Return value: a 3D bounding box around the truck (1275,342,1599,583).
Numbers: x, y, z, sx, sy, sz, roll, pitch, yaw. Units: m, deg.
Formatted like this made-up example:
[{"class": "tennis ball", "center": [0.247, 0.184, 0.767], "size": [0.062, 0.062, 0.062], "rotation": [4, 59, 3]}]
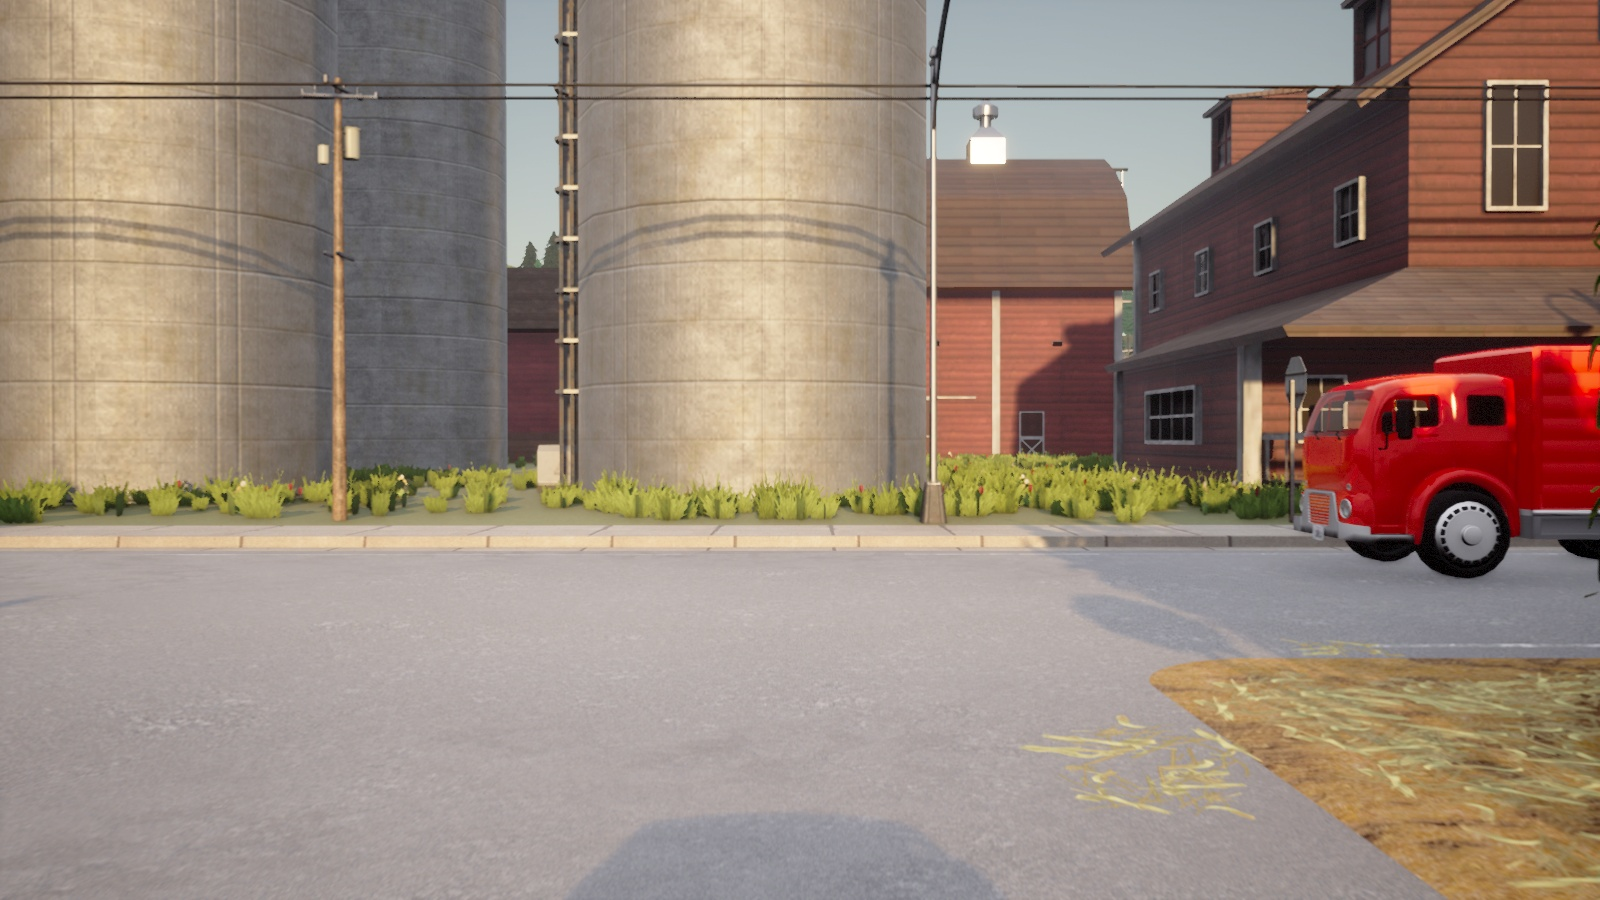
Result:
[{"class": "truck", "center": [8.455, 0.119, 14.151], "size": [5.204, 2.467, 2.627], "rotation": [0, 1, 0]}]
